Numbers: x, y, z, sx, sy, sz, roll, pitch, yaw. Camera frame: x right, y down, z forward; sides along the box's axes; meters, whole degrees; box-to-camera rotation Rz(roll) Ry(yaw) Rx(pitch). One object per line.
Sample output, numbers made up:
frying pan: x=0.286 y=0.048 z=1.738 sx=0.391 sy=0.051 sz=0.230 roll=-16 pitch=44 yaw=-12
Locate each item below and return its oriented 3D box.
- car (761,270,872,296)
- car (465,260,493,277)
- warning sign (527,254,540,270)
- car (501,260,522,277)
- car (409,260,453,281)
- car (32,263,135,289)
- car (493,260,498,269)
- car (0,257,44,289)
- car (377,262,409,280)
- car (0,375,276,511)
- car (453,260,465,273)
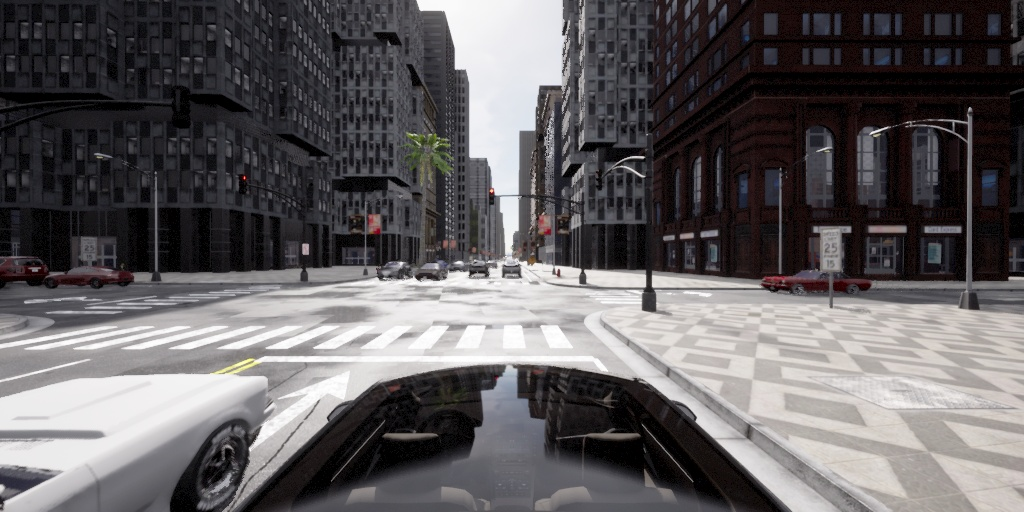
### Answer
car: x=16.404 y=1.435 z=19.546 sx=4.718 sy=1.301 sz=1.895 roll=0 pitch=0 yaw=0
car: x=-3.292 y=1.282 z=36.429 sx=1.837 sy=1.490 sz=4.892 roll=0 pitch=0 yaw=0
warning sign: x=2.661 y=0.940 z=47.605 sx=1.300 sy=1.860 sz=1.060 roll=0 pitch=0 yaw=0
car: x=-0.041 y=1.268 z=36.241 sx=2.128 sy=1.511 sz=4.902 roll=0 pitch=0 yaw=0
car: x=-6.717 y=1.310 z=30.348 sx=2.033 sy=1.411 sz=5.357 roll=0 pitch=0 yaw=0
car: x=-25.148 y=1.232 z=21.404 sx=4.207 sy=1.307 sz=1.802 roll=0 pitch=0 yaw=-1
car: x=-3.499 y=1.480 z=62.561 sx=2.033 sy=1.411 sz=5.357 roll=0 pitch=0 yaw=0
car: x=-30.786 y=0.945 z=21.293 sx=5.009 sy=1.841 sz=2.192 roll=0 pitch=0 yaw=-1
car: x=-9.993 y=1.256 z=30.967 sx=2.128 sy=1.511 sz=4.902 roll=0 pitch=0 yaw=1
car: x=-3.146 y=1.351 z=1.298 sx=1.895 sy=1.301 sz=4.718 roll=0 pitch=0 yaw=-2
car: x=-6.777 y=1.379 z=45.578 sx=1.994 sy=1.385 sz=4.181 roll=0 pitch=0 yaw=0
